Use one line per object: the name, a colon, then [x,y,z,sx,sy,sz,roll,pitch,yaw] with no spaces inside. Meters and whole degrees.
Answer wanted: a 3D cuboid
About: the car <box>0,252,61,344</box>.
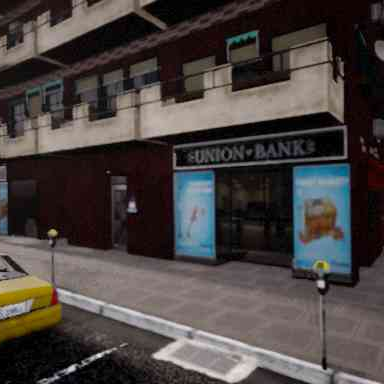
car: [-4.217,1.515,5.738,4.829,1.417,1.752,0,-1,35]
